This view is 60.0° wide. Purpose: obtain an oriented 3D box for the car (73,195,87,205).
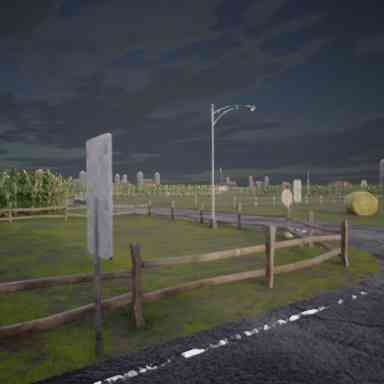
[{"bbox_3d":[-16.898,1.208,51.279,1.994,1.385,4.181,-1,1,-36],"label":"car"}]
